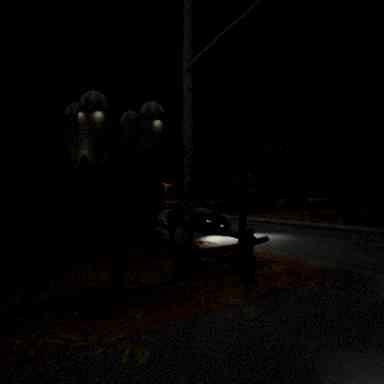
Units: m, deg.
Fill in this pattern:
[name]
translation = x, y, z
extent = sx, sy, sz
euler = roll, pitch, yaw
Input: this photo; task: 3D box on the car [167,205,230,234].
[car]
translation = 0.226, 1.517, 19.499
extent = 1.812, 1.442, 4.674
euler = 0, 0, -36
